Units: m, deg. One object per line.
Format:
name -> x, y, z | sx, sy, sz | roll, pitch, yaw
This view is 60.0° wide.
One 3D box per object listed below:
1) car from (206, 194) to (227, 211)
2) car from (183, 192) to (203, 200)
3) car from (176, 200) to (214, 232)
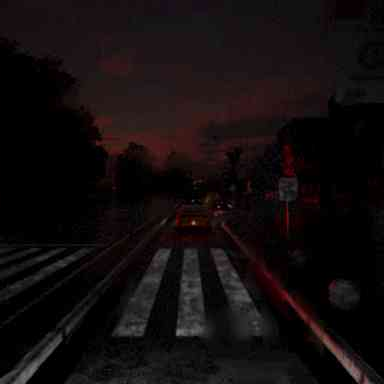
car -> 2.910, 1.277, 38.212 | 1.837, 1.490, 4.892 | 0, 2, 0
car -> 0.084, 0.976, 38.812 | 2.150, 2.045, 5.566 | 0, 2, 0
car -> 0.091, 1.467, 19.946 | 1.882, 1.535, 5.008 | 0, 0, 0
